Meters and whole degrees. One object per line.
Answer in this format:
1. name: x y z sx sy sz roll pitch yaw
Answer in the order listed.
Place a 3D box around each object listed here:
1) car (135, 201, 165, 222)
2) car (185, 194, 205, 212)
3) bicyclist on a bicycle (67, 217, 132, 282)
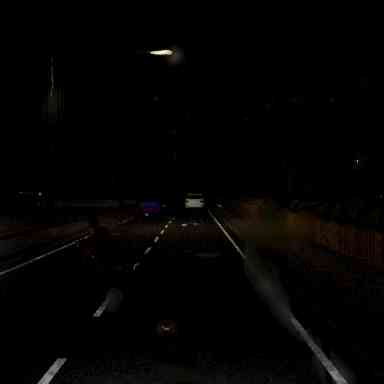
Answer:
1. car: -3.268 1.477 26.517 1.882 1.535 5.008 0 0 0
2. car: 0.314 1.220 39.684 2.150 2.045 5.566 0 0 1
3. bicyclist on a bicycle: -2.324 1.452 8.344 1.656 1.620 0.582 -1 0 0
